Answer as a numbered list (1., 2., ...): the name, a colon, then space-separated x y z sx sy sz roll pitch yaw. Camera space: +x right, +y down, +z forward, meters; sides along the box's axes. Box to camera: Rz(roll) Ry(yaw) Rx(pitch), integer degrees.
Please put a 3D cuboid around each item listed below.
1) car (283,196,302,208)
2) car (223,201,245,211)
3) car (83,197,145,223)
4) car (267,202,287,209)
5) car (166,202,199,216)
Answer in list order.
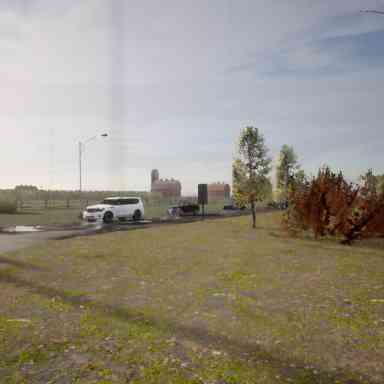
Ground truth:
1. car: 18.685 1.783 61.684 2.150 2.045 5.566 -1 -1 31
2. car: 6.064 2.019 48.183 1.994 1.385 4.181 -1 -1 32
3. car: -6.442 1.453 28.188 2.150 2.045 5.566 -1 -1 34
4. car: 13.458 1.966 53.157 1.837 1.490 4.892 -1 -1 32
5. car: -0.978 1.820 36.927 2.128 1.511 4.902 -1 -1 32
